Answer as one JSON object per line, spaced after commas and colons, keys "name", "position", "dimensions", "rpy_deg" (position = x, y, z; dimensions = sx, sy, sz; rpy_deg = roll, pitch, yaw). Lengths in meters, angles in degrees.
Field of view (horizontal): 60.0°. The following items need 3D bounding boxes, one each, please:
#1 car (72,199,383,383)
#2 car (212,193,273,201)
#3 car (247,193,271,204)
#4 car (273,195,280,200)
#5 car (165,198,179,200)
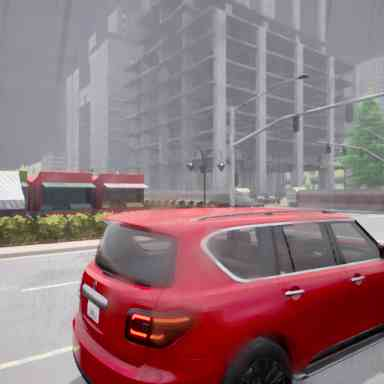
{"name": "car", "position": [1.259, 1.221, 4.687], "dimensions": [5.566, 2.045, 2.150], "rpy_deg": [0, 0, -35]}
{"name": "car", "position": [3.893, 1.166, 28.586], "dimensions": [2.150, 2.045, 5.566], "rpy_deg": [0, 0, -36]}
{"name": "car", "position": [11.661, 1.110, 58.199], "dimensions": [1.905, 1.878, 3.866], "rpy_deg": [0, 0, -36]}
{"name": "car", "position": [14.052, 1.110, 59.913], "dimensions": [1.905, 1.878, 3.866], "rpy_deg": [0, 0, -36]}
{"name": "car", "position": [-2.185, 1.421, 36.965], "dimensions": [1.882, 1.535, 5.008], "rpy_deg": [0, 0, -36]}
